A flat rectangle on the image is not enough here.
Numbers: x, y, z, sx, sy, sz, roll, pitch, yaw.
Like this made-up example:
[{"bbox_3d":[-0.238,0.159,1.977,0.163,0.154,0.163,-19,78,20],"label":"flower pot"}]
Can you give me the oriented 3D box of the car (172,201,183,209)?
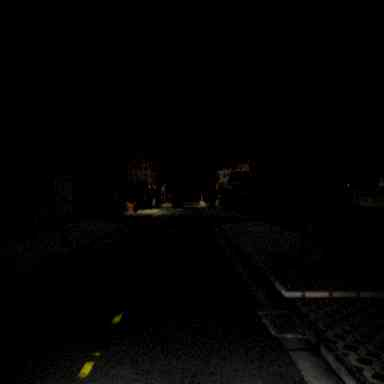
[{"bbox_3d":[-2.721,2.352,61.596,2.033,1.411,5.357,0,-1,0],"label":"car"}]
